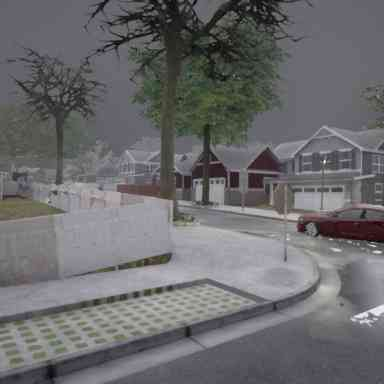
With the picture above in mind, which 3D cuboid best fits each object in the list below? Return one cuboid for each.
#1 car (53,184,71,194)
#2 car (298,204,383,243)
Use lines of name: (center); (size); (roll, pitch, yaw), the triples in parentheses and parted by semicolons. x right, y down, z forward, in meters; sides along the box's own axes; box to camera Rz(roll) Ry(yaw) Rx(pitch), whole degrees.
car: (-18.527, -0.469, 46.747); (1.812, 1.442, 4.674); (1, 2, -35)
car: (6.881, 1.242, 13.605); (5.008, 1.535, 1.882); (3, 6, 40)
